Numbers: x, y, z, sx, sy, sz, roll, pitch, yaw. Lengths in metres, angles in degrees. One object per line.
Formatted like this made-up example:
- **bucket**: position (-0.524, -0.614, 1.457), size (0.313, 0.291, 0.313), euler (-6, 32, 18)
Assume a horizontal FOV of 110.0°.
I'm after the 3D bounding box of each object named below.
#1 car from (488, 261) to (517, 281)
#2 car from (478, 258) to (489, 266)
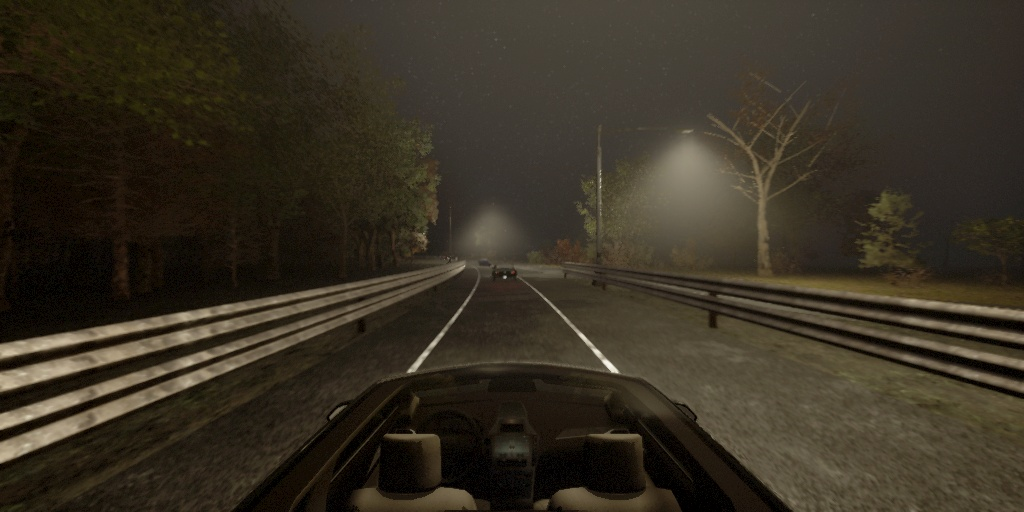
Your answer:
- **car**: position (-0.712, 1.277, 29.196), size (1.895, 1.301, 4.718), euler (0, 0, -5)
- **car**: position (-5.101, 1.116, 65.079), size (2.033, 1.411, 5.357), euler (0, 0, -11)
